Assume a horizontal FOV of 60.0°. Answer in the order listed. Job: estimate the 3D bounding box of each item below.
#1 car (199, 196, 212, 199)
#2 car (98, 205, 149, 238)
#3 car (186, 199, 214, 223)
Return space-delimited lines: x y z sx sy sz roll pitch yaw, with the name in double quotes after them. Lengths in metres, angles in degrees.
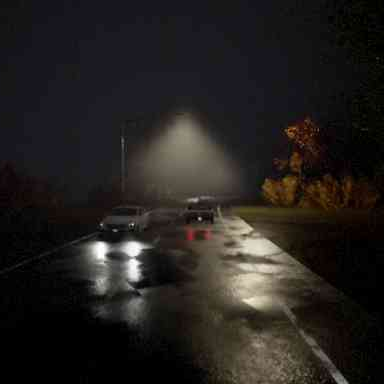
1.693 1.233 41.442 2.128 1.511 4.902 0 1 4 "car"
-3.342 1.423 17.088 1.812 1.442 4.674 0 0 2 "car"
0.610 1.454 23.998 1.895 1.301 4.718 0 0 2 "car"
